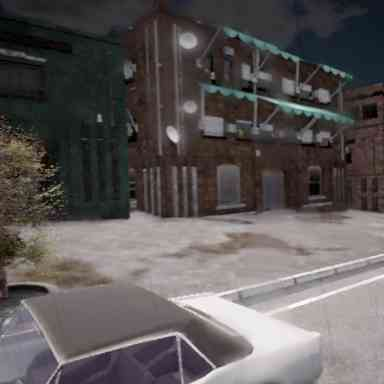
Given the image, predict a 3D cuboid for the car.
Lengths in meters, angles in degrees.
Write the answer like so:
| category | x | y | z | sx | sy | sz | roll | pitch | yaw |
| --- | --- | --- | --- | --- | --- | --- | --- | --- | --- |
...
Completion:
| category | x | y | z | sx | sy | sz | roll | pitch | yaw |
| --- | --- | --- | --- | --- | --- | --- | --- | --- | --- |
| car | -1.089 | 1.606 | 2.664 | 4.718 | 1.301 | 1.895 | 0 | 0 | -36 |
